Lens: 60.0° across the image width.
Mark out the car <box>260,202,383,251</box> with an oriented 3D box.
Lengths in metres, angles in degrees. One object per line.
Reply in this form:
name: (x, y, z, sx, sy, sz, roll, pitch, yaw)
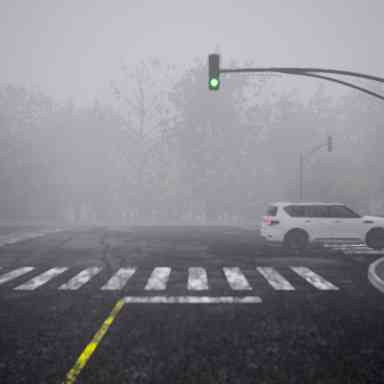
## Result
car: (5.805, 1.445, 14.549, 5.566, 2.045, 2.150, -1, -2, 1)
